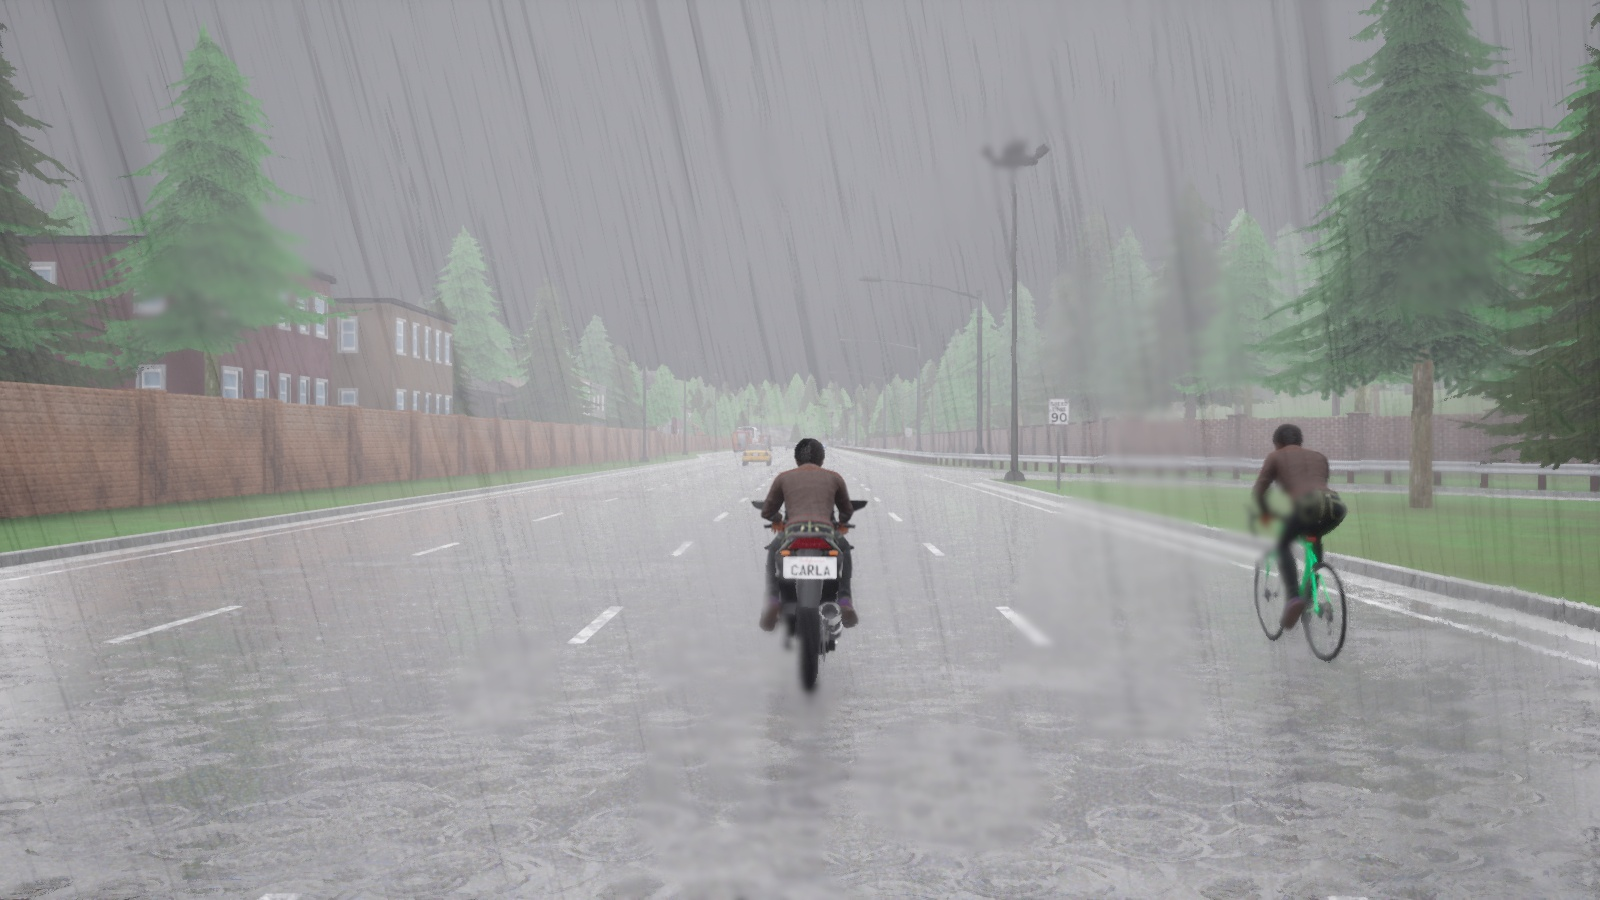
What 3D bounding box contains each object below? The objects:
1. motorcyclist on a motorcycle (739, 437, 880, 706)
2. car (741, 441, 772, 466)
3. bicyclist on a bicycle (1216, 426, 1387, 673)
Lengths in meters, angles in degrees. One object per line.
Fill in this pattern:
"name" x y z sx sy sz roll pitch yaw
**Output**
"motorcyclist on a motorcycle" 0.061 0.683 8.139 0.797 1.523 2.044 0 0 0
"car" -2.809 0.217 82.644 1.801 1.575 5.366 0 0 0
"bicyclist on a bicycle" 3.564 0.651 9.065 0.582 1.620 1.656 0 0 0
